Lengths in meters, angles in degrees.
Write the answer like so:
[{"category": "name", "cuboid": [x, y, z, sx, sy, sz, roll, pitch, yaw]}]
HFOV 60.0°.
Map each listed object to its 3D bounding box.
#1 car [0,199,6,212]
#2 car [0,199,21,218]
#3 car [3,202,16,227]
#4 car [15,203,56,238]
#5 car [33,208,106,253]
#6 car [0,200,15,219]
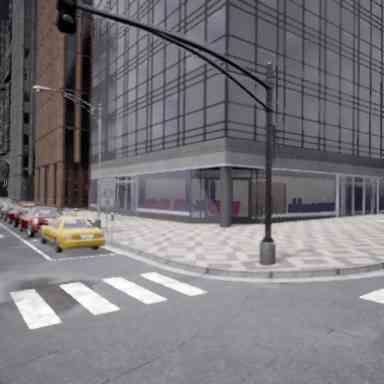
[{"category": "car", "cuboid": [-24.018, 1.598, 40.566, 1.887, 1.381, 4.507, 1, -1, -35]}, {"category": "car", "cuboid": [-17.697, 1.497, 31.669, 1.967, 1.590, 4.097, 1, -1, -35]}, {"category": "car", "cuboid": [-11.379, 1.605, 22.770, 1.887, 1.381, 4.507, 1, -1, -35]}, {"category": "car", "cuboid": [-8.218, 1.502, 18.321, 1.967, 1.590, 4.097, 1, -1, -35]}, {"category": "car", "cuboid": [-5.158, 1.590, 14.010, 1.752, 1.417, 4.829, 1, -1, -35]}, {"category": "car", "cuboid": [-14.539, 1.609, 27.218, 2.008, 1.369, 4.403, 1, -1, -35]}]
